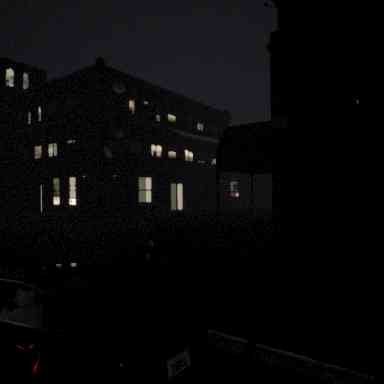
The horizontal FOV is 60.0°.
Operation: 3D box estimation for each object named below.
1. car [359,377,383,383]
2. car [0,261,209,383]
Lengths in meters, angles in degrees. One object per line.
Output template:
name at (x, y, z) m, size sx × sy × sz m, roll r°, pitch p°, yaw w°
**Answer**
car at (2.706, 1.545, 0.960) m, size 4.507 × 1.381 × 1.887 m, roll 0°, pitch -1°, yaw 35°
car at (-1.810, 1.565, 4.178) m, size 4.313 × 1.339 × 1.947 m, roll 0°, pitch -1°, yaw 35°
